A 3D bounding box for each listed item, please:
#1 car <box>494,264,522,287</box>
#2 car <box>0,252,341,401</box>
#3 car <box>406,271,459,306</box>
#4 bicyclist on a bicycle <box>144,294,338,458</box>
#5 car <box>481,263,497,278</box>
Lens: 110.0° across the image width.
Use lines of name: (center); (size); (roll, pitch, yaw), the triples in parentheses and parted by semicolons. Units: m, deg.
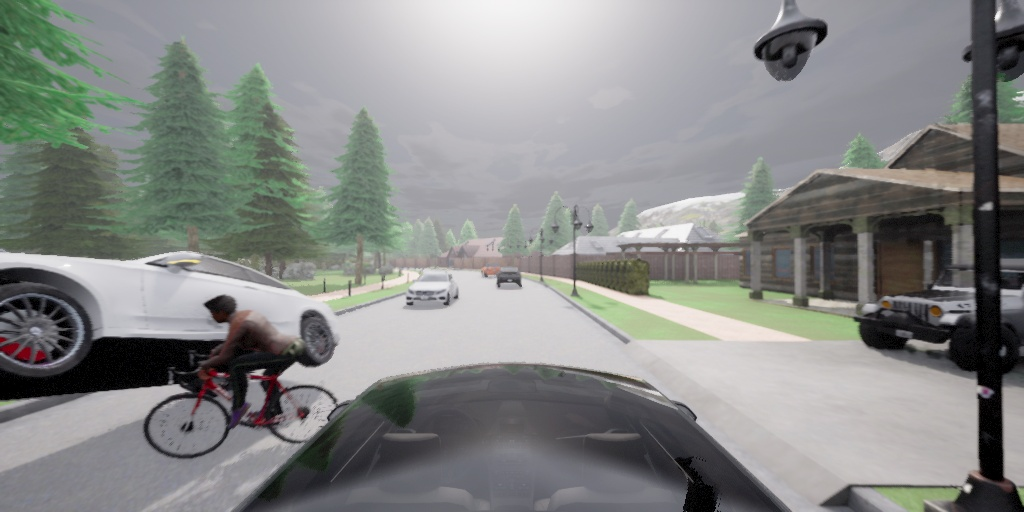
car: (-0.282, 1.596, 28.348); (1.837, 1.490, 4.892); (0, -2, -3)
car: (-3.944, 0.782, 4.087); (1.812, 1.442, 4.674); (-20, -17, 4)
car: (-3.661, 1.477, 17.211); (1.812, 1.442, 4.674); (0, -1, -1)
bicyclist on a bicycle: (-2.580, 1.173, 3.479); (1.656, 1.620, 0.582); (1, 11, -18)
car: (-2.503, 1.639, 43.328); (2.097, 1.767, 4.553); (0, -1, -12)
